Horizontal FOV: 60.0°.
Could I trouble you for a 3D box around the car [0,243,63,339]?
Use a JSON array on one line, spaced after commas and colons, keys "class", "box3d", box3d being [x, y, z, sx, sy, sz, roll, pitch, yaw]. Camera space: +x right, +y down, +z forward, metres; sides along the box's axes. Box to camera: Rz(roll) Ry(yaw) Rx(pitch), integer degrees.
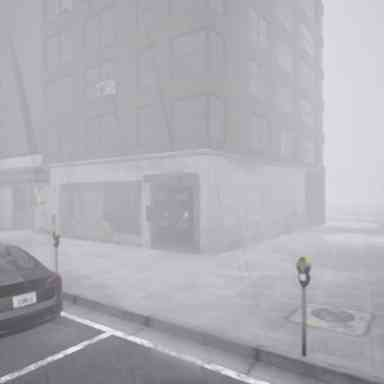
[{"class": "car", "box3d": [-4.102, 1.605, 6.018, 4.313, 1.339, 1.947, 0, 0, 36]}]
